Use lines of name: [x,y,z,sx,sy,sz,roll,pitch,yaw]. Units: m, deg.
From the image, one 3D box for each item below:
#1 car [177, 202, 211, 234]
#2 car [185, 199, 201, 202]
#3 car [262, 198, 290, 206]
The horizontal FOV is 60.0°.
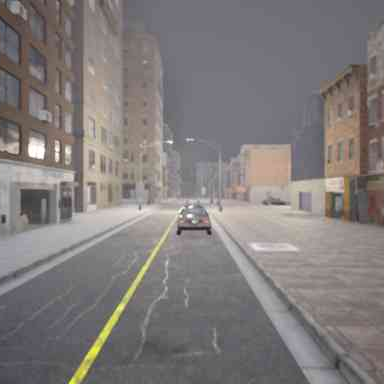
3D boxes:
car: [0.107,1.504,18.848,2.033,1.411,5.357,0,0,0]
car: [0.112,1.472,38.739,1.994,1.385,4.181,0,0,0]
car: [13.234,1.571,52.477,4.313,1.339,1.947,0,0,0]
